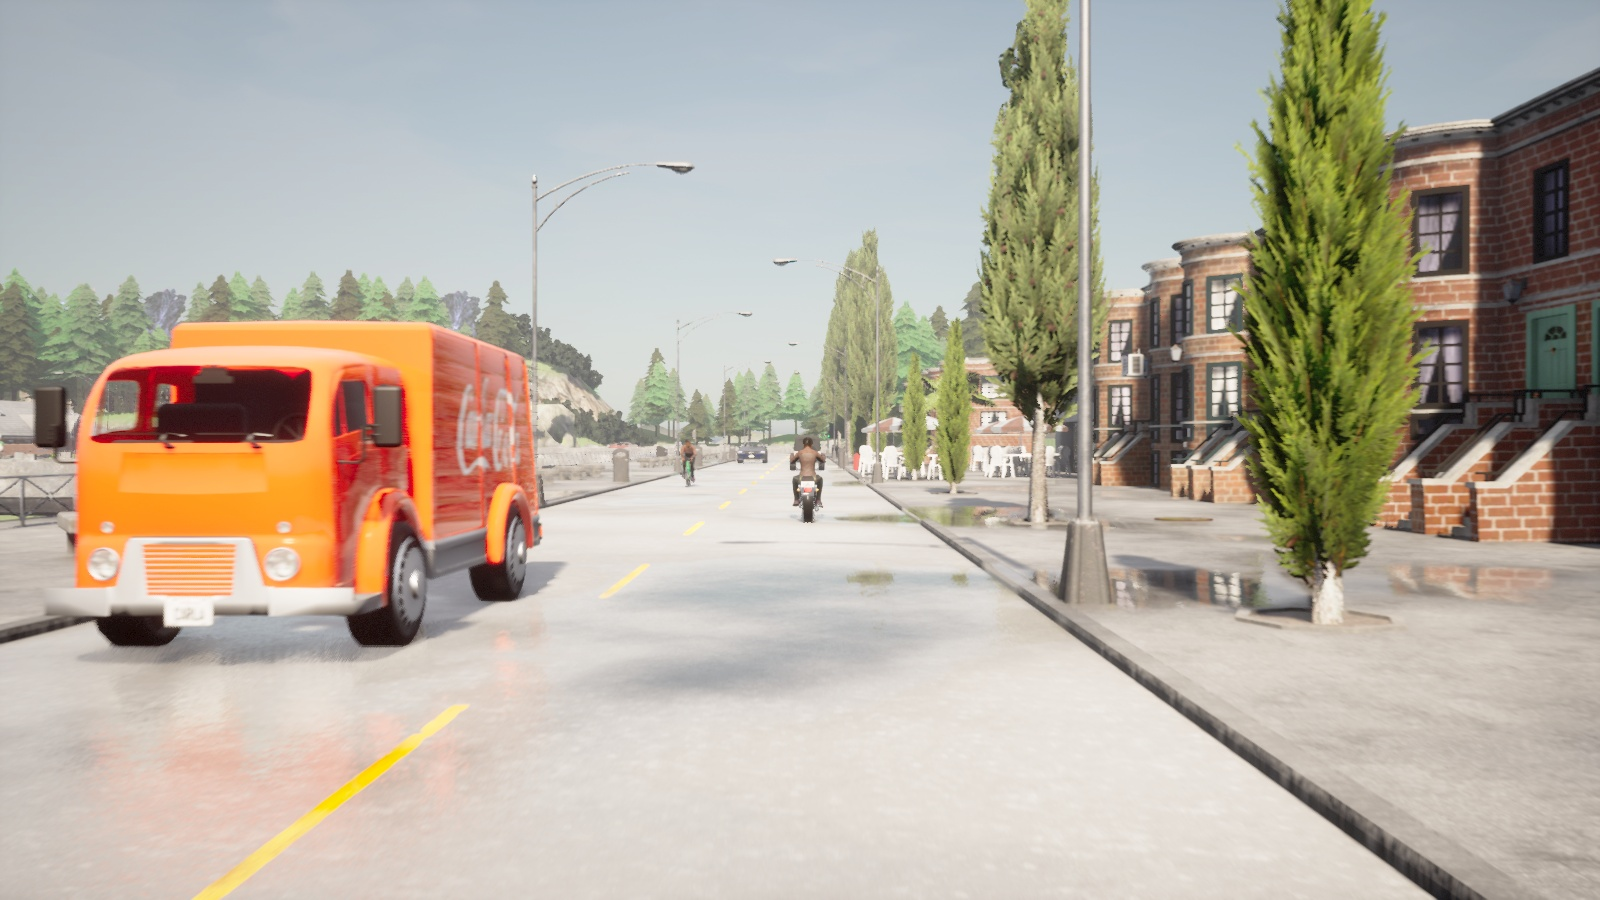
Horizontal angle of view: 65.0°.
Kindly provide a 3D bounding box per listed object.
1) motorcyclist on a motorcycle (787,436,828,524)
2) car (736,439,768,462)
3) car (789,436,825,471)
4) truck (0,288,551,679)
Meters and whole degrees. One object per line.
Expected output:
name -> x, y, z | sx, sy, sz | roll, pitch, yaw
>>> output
motorcyclist on a motorcycle -> 0.151, 0.558, 24.579 | 0.766, 1.649, 2.350 | 0, 0, 0
car -> -3.474, 0.002, 92.242 | 2.152, 1.651, 5.027 | 0, 0, 0
car -> 0.398, 0.152, 69.310 | 1.905, 1.878, 3.866 | 0, 0, 0
truck -> -3.925, 0.197, 10.523 | 2.627, 2.467, 5.204 | 0, 0, 0
